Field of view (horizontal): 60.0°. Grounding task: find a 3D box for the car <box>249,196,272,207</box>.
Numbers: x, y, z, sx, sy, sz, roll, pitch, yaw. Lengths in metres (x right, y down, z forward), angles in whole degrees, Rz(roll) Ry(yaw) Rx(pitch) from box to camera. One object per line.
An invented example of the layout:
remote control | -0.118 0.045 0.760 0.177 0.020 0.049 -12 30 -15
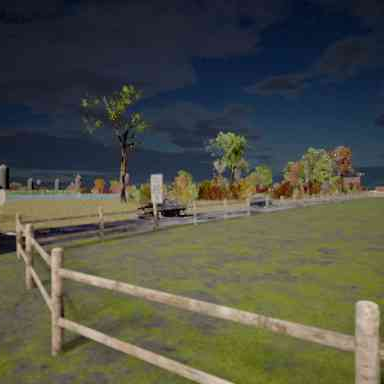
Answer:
car | 8.436 1.185 41.524 1.994 1.385 4.181 -1 0 35

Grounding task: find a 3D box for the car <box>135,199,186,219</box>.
car | -2.374 1.311 26.187 1.837 1.490 4.892 -1 0 35
